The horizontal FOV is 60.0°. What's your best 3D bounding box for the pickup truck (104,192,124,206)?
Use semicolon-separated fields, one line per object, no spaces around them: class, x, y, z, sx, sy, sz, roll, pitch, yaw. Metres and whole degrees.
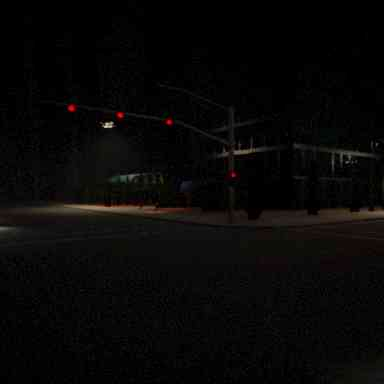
pickup truck;-12.261;1.038;52.868;2.390;2.098;6.274;0;0;-6
